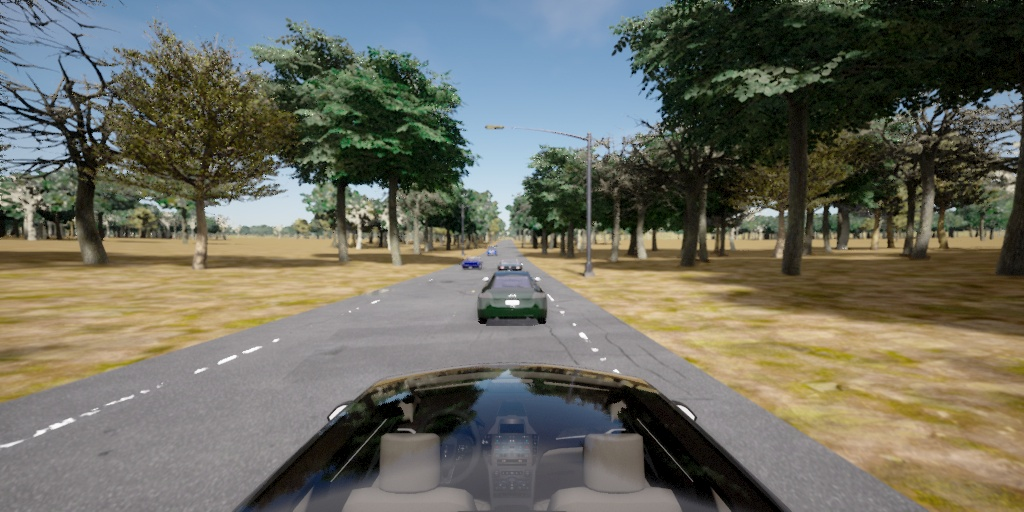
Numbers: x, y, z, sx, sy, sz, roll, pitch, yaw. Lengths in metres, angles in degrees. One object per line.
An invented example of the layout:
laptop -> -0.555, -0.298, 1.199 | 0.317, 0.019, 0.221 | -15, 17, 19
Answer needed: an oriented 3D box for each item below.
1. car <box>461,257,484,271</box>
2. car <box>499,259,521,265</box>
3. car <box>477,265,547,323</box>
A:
car -> -3.928, 0.730, 35.994 | 1.895, 1.301, 4.718 | 0, 1, -1
car -> -0.170, 0.872, 29.029 | 1.895, 1.301, 4.718 | 0, 1, 0
car -> -0.007, 1.165, 11.519 | 1.994, 1.385, 4.181 | 0, 1, -1
